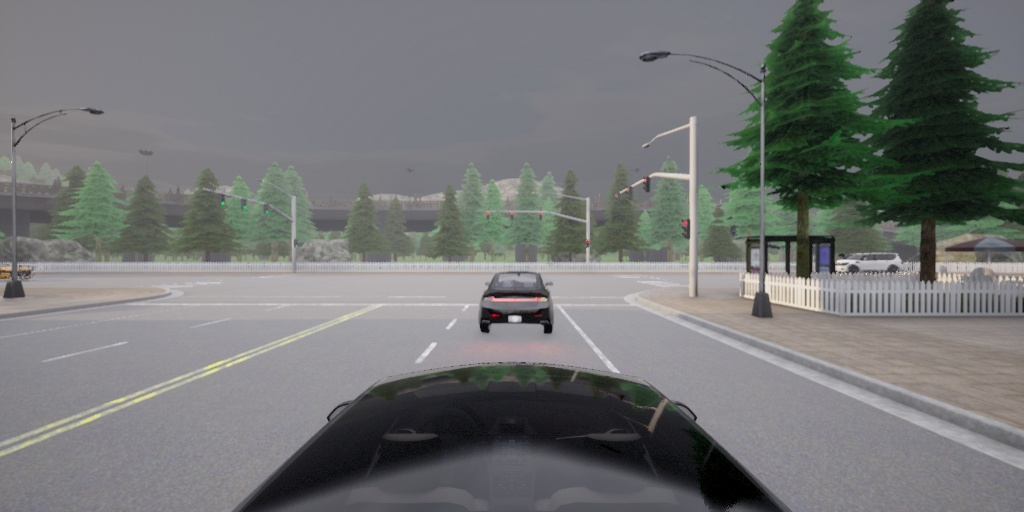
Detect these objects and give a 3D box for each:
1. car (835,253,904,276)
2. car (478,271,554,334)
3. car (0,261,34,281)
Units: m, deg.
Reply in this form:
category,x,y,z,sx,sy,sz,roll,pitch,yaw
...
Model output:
category,x,y,z,sx,sy,sz,roll,pitch,yaw
car,31.574,0.731,32.201,5.566,2.045,2.150,0,0,3
car,0.185,1.189,10.460,2.128,1.511,4.902,0,0,3
car,-37.158,1.029,25.318,5.008,1.535,1.882,0,0,-2
